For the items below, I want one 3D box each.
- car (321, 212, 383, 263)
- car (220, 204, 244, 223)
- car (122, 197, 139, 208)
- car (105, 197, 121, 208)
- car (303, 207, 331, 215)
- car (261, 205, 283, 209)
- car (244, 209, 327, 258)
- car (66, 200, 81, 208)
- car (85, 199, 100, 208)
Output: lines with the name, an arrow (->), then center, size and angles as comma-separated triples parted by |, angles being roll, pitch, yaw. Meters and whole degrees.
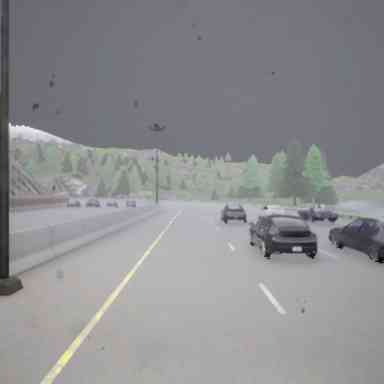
car -> 7.002, 1.688, 12.514 | 2.033, 1.411, 5.357 | 0, -1, 0
car -> 3.498, 1.809, 28.480 | 2.128, 1.511, 4.902 | 0, 0, 0
car -> -11.578, 2.197, 63.386 | 2.128, 1.511, 4.902 | 0, -1, -6
car -> -15.011, 2.218, 62.700 | 1.812, 1.442, 4.674 | 0, -1, -6
car -> 10.497, 1.914, 28.225 | 1.895, 1.301, 4.718 | 0, -1, 0
car -> 7.001, 1.846, 28.874 | 1.812, 1.442, 4.674 | 0, 0, 0
car -> 3.510, 1.658, 13.486 | 1.837, 1.490, 4.892 | 0, 0, 0
car -> -21.956, 2.207, 61.752 | 1.812, 1.442, 4.674 | 0, -1, -5
car -> -18.498, 2.038, 62.066 | 2.097, 1.767, 4.553 | 0, -1, -5
